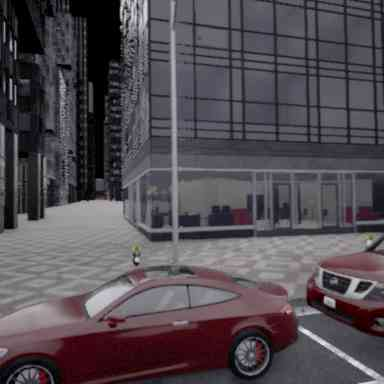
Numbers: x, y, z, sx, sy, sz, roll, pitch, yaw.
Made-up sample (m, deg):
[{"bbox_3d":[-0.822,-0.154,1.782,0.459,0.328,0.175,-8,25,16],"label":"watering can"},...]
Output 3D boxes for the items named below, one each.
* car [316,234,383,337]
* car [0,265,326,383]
[{"bbox_3d":[4.661,1.460,6.070,5.009,1.841,2.192,0,-2,-15],"label":"car"},{"bbox_3d":[-0.574,1.739,4.647,4.206,1.307,1.802,0,-2,-15],"label":"car"}]
